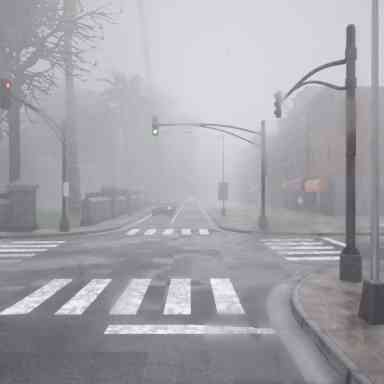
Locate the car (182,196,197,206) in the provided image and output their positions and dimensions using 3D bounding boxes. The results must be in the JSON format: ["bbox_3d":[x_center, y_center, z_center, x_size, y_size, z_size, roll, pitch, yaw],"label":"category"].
[{"bbox_3d":[-0.279,1.671,56.970,1.812,1.442,4.674,0,0,0],"label":"car"}]

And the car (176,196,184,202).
[{"bbox_3d":[-3.083,1.886,89.317,2.008,1.369,4.403,-1,0,0],"label":"car"}]

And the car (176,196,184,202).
[{"bbox_3d":[-3.054,1.842,83.628,1.887,1.381,4.507,0,0,0],"label":"car"}]

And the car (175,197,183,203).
[{"bbox_3d":[-3.026,1.806,77.940,1.887,1.381,4.507,0,0,0],"label":"car"}]

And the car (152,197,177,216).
[{"bbox_3d":[-2.800,1.490,32.432,1.967,1.590,4.097,0,0,0],"label":"car"}]

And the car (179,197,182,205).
[{"bbox_3d":[-2.885,1.693,49.497,1.802,1.307,4.206,0,0,0],"label":"car"}]

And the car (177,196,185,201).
[{"bbox_3d":[-3.111,1.941,95.005,1.947,1.339,4.313,-1,0,0],"label":"car"}]

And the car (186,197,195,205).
[{"bbox_3d":[-0.329,1.723,66.973,1.812,1.442,4.674,0,0,0],"label":"car"}]

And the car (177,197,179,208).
[{"bbox_3d":[-2.828,1.508,38.120,1.967,1.590,4.097,0,0,0],"label":"car"}]
